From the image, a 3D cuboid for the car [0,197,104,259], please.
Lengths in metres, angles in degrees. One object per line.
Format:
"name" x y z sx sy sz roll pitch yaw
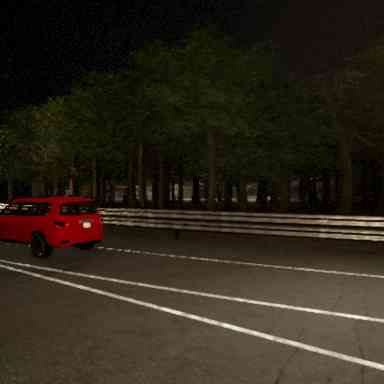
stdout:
"car" -5.890 1.230 12.797 5.566 2.045 2.150 0 0 31
